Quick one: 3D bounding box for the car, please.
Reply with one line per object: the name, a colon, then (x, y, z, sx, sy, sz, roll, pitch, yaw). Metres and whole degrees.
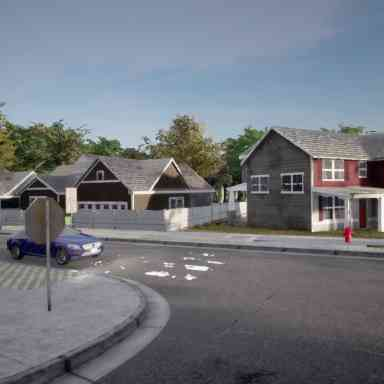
car: (-5.810, 2.065, 13.997, 4.674, 1.442, 1.812, -2, 0, 30)
